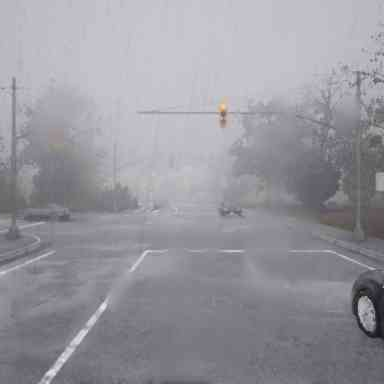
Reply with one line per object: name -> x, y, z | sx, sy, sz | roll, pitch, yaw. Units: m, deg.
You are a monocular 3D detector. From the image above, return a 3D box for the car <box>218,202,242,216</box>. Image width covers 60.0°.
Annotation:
car -> 3.601, 1.619, 32.454 | 1.895, 1.301, 4.718 | 0, 0, -1

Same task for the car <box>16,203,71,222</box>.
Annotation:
car -> -12.048, 1.619, 26.833 | 4.181, 1.385, 1.994 | 0, 0, 2

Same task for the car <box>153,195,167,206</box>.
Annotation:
car -> -6.273, 1.711, 64.547 | 2.150, 2.045, 5.566 | 0, -2, -10

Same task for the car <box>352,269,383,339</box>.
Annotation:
car -> 3.612, 1.506, 3.688 | 1.837, 1.490, 4.892 | 0, 0, 0

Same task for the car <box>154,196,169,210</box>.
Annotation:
car -> -3.934, 1.646, 43.656 | 2.033, 1.411, 5.357 | 0, -1, -3
